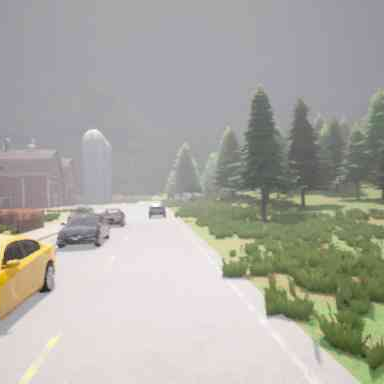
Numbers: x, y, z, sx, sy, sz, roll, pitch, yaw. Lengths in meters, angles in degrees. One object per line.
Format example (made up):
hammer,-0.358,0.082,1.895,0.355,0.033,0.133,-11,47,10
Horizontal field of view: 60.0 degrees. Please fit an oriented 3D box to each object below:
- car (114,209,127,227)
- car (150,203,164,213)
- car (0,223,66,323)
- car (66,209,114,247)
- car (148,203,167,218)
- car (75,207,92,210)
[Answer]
car,-6.390,2.040,26.732,1.994,1.385,4.181,-1,-1,-6
car,-5.201,2.320,49.228,1.895,1.301,4.718,-1,-1,-6
car,-4.217,1.655,6.575,1.882,1.535,5.008,-1,-1,-6
car,-5.329,1.835,16.841,1.837,1.490,4.892,-1,-1,-6
car,-3.869,2.032,37.216,2.128,1.511,4.902,-1,-1,-6
car,-9.554,2.041,29.158,1.816,1.474,4.193,4,-2,-8
